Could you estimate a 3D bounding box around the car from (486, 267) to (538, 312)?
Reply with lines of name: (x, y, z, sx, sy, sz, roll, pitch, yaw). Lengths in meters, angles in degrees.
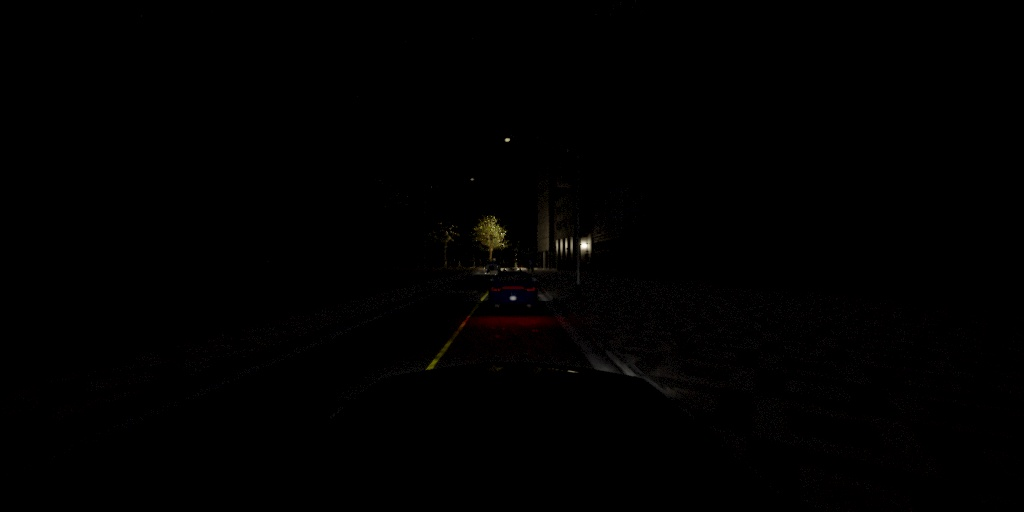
car: (0.053, 1.383, 15.205, 1.882, 1.535, 5.008, 0, -1, 0)

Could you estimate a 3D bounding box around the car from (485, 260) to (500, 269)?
car: (-3.065, 1.717, 58.564, 2.150, 2.045, 5.566, 0, -1, 1)
